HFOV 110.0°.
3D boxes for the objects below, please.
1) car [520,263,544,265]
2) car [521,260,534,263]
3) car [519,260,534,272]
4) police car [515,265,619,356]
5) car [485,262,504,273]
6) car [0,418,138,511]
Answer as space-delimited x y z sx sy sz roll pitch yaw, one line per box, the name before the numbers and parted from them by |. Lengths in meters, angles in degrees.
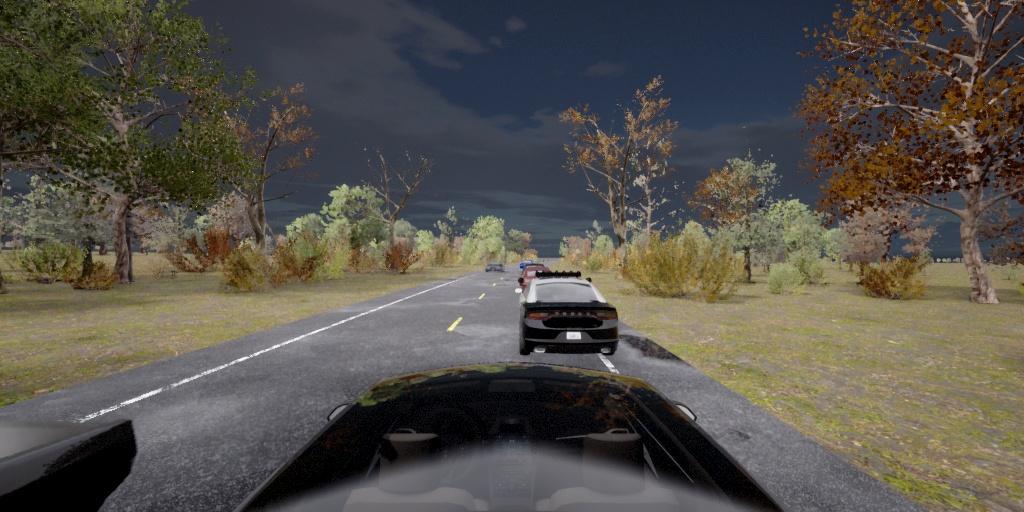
car | 1.324 1.281 18.645 1.812 1.442 4.674 0 0 2
car | 1.531 1.266 24.615 1.837 1.490 4.892 0 0 2
car | 2.106 1.313 50.363 1.882 1.535 5.008 0 0 5
police car | 1.107 1.177 8.802 1.930 1.638 5.238 0 0 1
car | -2.064 1.372 43.573 1.994 1.385 4.181 0 0 4
car | -3.585 1.351 0.256 1.895 1.301 4.718 0 0 0
